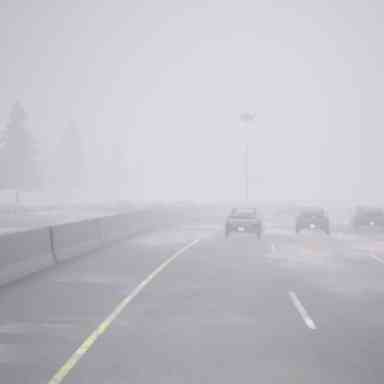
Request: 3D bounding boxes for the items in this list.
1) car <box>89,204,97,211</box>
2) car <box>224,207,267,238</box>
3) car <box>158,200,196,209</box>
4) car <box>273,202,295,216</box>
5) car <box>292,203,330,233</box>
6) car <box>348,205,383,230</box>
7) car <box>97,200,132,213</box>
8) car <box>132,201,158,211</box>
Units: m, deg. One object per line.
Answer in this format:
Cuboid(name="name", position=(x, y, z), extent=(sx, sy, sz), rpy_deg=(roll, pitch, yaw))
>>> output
Cuboid(name="car", position=(-10.425, 1.667, 41.137), extent=(1.895, 1.301, 4.718), rpy_deg=(0, 0, 28))
Cuboid(name="car", position=(2.983, 1.564, 18.249), extent=(2.128, 1.511, 4.902), rpy_deg=(0, 0, 15))
Cuboid(name="car", position=(-1.256, 1.608, 36.038), extent=(1.837, 1.490, 4.892), rpy_deg=(0, 0, 28))
Cuboid(name="car", position=(9.965, 1.710, 34.436), extent=(2.033, 1.411, 5.357), rpy_deg=(0, 0, 31))
Cuboid(name="car", position=(7.341, 1.610, 20.452), extent=(1.837, 1.490, 4.892), rpy_deg=(0, 0, 19))
Cuboid(name="car", position=(11.765, 1.641, 22.306), extent=(1.837, 1.490, 4.892), rpy_deg=(0, 0, 22))
Cuboid(name="car", position=(-8.178, 1.595, 37.839), extent=(1.812, 1.442, 4.674), rpy_deg=(0, 0, 27))
Cuboid(name="car", position=(-4.358, 1.654, 37.574), extent=(1.994, 1.385, 4.181), rpy_deg=(0, 0, 28))
